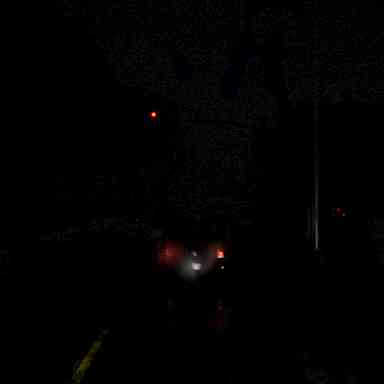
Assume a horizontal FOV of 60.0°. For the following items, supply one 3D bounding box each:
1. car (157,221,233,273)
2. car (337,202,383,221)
[{"bbox_3d":[0.109,1.542,10.409,1.895,1.301,4.718,0,0,1],"label":"car"},{"bbox_3d":[13.122,1.345,23.897,4.718,1.301,1.895,0,0,1],"label":"car"}]
